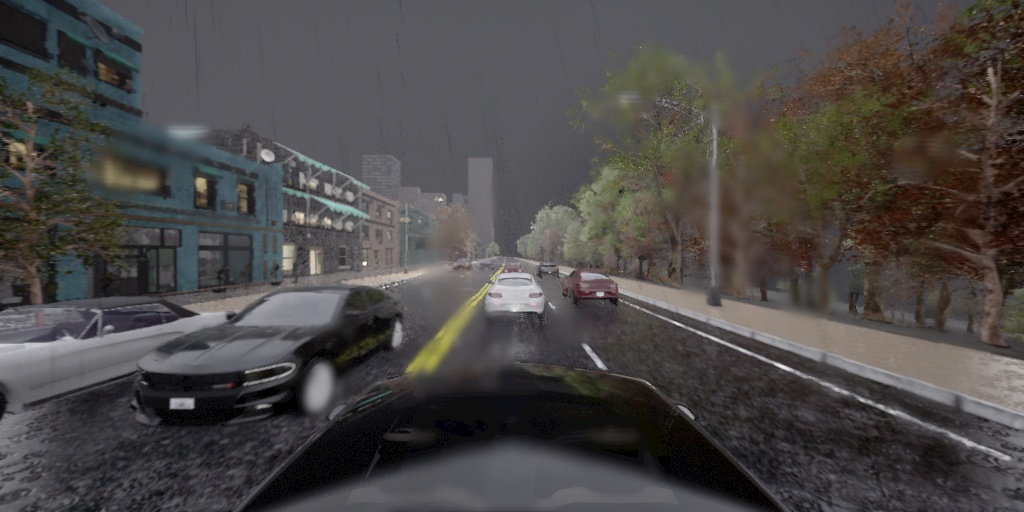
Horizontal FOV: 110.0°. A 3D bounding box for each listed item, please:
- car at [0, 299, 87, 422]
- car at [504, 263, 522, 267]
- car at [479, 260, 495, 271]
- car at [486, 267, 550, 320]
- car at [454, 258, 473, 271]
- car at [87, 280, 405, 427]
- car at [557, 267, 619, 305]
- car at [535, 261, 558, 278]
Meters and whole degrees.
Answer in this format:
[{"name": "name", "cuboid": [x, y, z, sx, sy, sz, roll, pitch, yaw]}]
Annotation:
[{"name": "car", "cuboid": [-6.602, 1.350, 5.289, 1.895, 1.301, 4.718, 0, 0, 0]}, {"name": "car", "cuboid": [0.096, 1.344, 33.231, 1.895, 1.301, 4.718, 0, 0, 0]}, {"name": "car", "cuboid": [-3.331, 1.287, 48.762, 2.033, 1.411, 5.357, 0, 0, 0]}, {"name": "car", "cuboid": [0.099, 1.274, 12.473, 1.812, 1.442, 4.674, 0, 0, 0]}, {"name": "car", "cuboid": [-6.580, 1.090, 48.593, 2.097, 1.767, 4.553, 0, 0, 0]}, {"name": "car", "cuboid": [-3.351, 1.227, 6.142, 1.882, 1.535, 5.008, 0, 0, 0]}, {"name": "car", "cuboid": [3.335, 1.273, 15.878, 1.812, 1.442, 4.674, 0, 0, 0]}, {"name": "car", "cuboid": [3.345, 1.235, 34.103, 2.128, 1.511, 4.902, 0, 0, 0]}]
